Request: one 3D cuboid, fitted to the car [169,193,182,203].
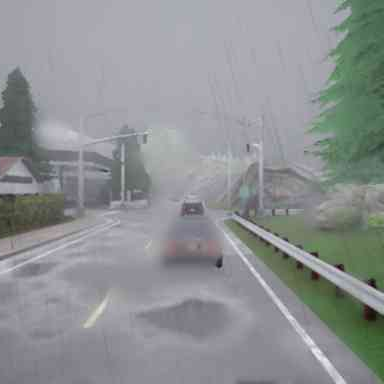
[{"bbox_3d":[-3.497,1.445,66.734,2.033,1.411,5.357,0,0,0],"label":"car"}]

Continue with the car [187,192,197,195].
[{"bbox_3d":[0.007,1.101,77.802,2.150,2.045,5.566,0,0,0],"label":"car"}]

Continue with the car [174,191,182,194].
[{"bbox_3d":[-3.493,0.717,82.329,2.150,2.045,5.566,0,0,0],"label":"car"}]

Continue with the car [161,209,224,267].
[{"bbox_3d":[0.027,1.530,11.328,2.033,1.411,5.357,0,0,1],"label":"car"}]

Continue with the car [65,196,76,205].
[{"bbox_3d":[-20.231,1.400,53.366,2.242,1.667,4.611,0,0,-1],"label":"car"}]

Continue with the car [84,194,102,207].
[{"bbox_3d":[-14.524,1.239,49.087,1.905,1.878,3.866,0,0,-1],"label":"car"}]

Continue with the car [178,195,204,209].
[{"bbox_3d":[0.052,1.303,29.549,1.882,1.535,5.008,0,0,1],"label":"car"}]
